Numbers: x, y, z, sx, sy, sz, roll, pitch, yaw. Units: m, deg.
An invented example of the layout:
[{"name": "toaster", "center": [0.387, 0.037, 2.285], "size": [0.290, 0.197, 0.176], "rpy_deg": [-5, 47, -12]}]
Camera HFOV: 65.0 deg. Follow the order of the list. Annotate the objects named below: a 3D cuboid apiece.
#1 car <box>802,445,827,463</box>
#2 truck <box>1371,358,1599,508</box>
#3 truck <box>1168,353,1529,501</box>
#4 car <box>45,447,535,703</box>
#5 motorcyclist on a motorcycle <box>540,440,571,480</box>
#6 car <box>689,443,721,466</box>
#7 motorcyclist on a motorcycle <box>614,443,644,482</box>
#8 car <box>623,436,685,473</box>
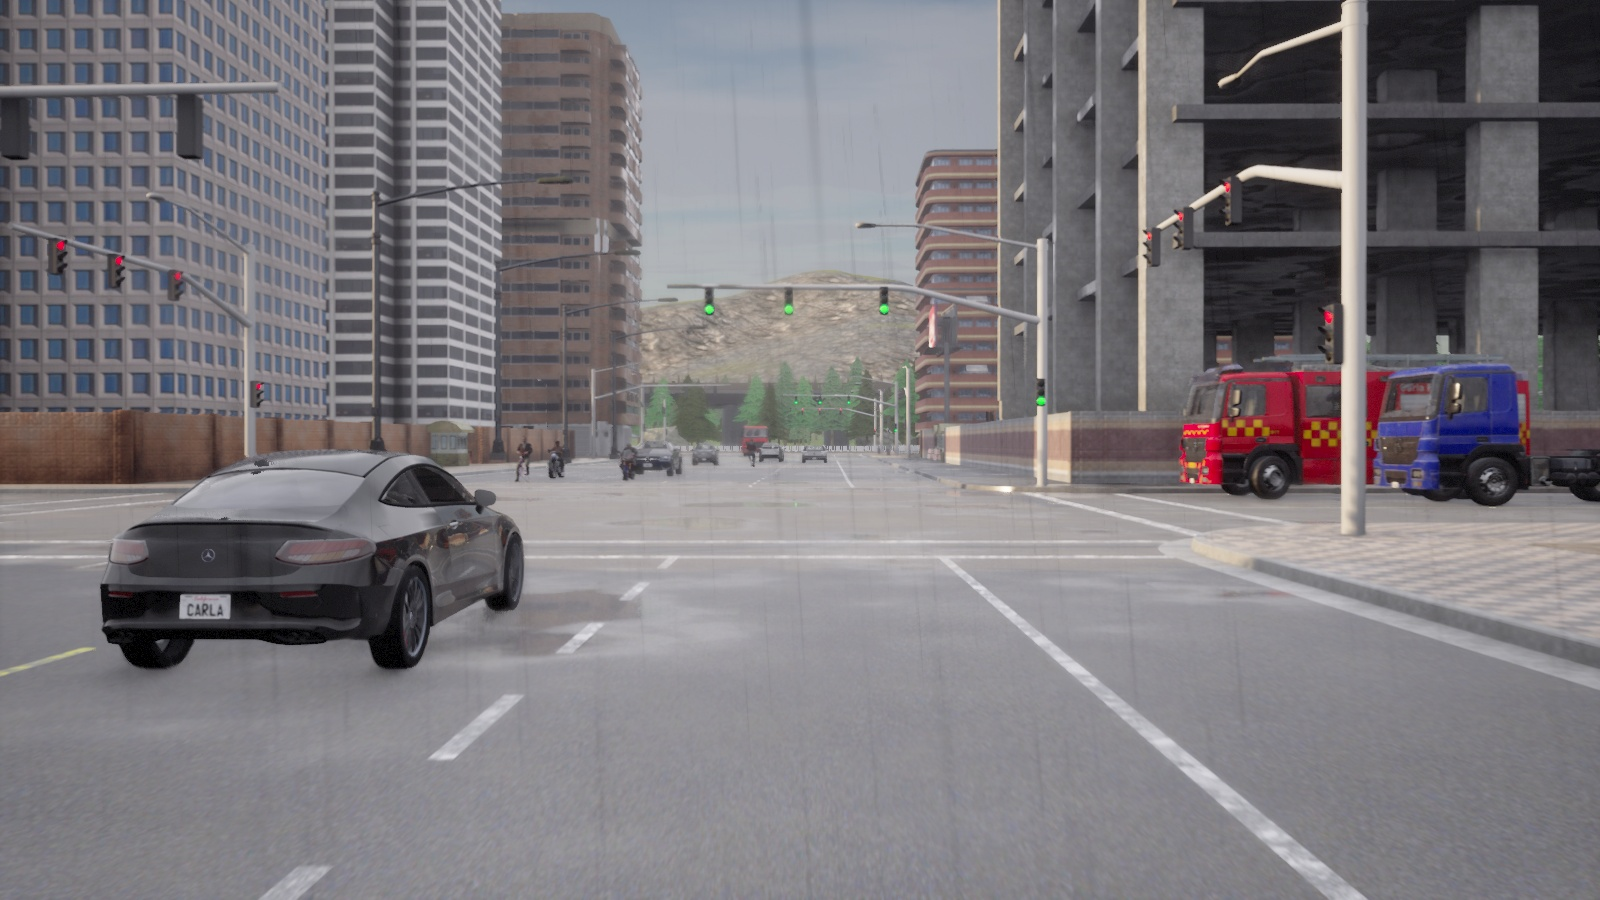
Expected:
[{"name": "car", "center": [1.118, 0.315, 94.632], "size": [1.895, 1.301, 4.718], "rpy_deg": [0, 0, 1]}, {"name": "truck", "center": [18.463, -0.392, 30.419], "size": [7.936, 3.462, 2.891], "rpy_deg": [0, 0, 1]}, {"name": "truck", "center": [14.625, -0.598, 33.961], "size": [8.468, 3.827, 2.891], "rpy_deg": [0, 0, 1]}, {"name": "car", "center": [-3.429, 0.715, 9.571], "size": [1.812, 1.442, 4.674], "rpy_deg": [0, 1, 0]}, {"name": "motorcyclist on a motorcycle", "center": [-10.284, 0.390, 52.903], "size": [0.766, 1.649, 2.350], "rpy_deg": [0, 0, 1]}, {"name": "car", "center": [-6.207, 0.291, 82.375], "size": [1.845, 1.501, 3.633], "rpy_deg": [0, 0, -1]}, {"name": "motorcyclist on a motorcycle", "center": [-6.839, 0.493, 50.225], "size": [0.866, 1.530, 2.191], "rpy_deg": [0, 0, 1]}, {"name": "car", "center": [-6.678, 0.194, 57.822], "size": [2.152, 1.651, 5.027], "rpy_deg": [0, 0, 1]}]
